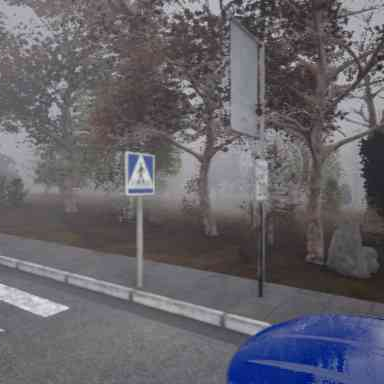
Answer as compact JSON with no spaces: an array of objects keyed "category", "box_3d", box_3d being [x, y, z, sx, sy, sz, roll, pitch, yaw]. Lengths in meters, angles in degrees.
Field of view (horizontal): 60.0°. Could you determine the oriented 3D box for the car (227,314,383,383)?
[{"category":"car","box_3d":[2.536,1.480,1.667,5.008,1.535,1.882,2,2,34]}]
